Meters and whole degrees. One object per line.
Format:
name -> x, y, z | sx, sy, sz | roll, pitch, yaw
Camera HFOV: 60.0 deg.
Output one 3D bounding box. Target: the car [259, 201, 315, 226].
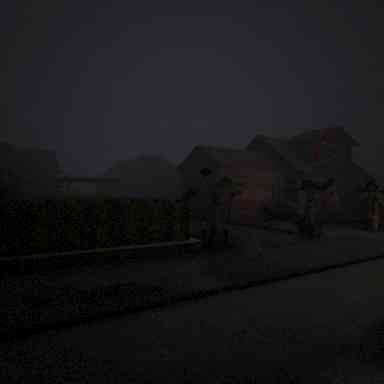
car -> 6.278, 1.343, 21.941 | 1.845, 1.501, 3.633 | 1, 0, -38
